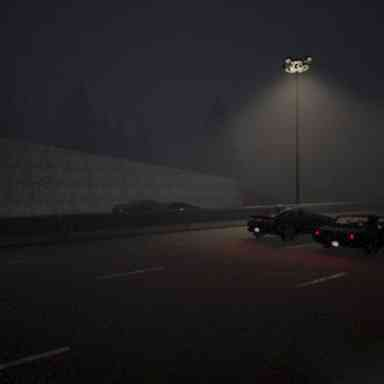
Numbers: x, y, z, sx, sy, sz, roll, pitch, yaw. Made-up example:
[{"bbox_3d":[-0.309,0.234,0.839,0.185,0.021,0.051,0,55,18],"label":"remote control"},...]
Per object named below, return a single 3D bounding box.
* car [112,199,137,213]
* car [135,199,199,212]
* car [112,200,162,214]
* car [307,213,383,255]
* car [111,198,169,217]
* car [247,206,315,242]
[{"bbox_3d":[-4.006,1.398,26.907,5.008,1.535,1.882,0,0,-35],"label":"car"},{"bbox_3d":[-1.491,1.443,24.398,4.674,1.442,1.812,0,0,-35],"label":"car"},{"bbox_3d":[-5.607,1.502,34.346,4.718,1.301,1.895,0,0,-35],"label":"car"},{"bbox_3d":[6.861,1.517,12.990,4.718,1.301,1.895,0,0,-35],"label":"car"},{"bbox_3d":[-4.752,1.403,30.667,4.902,1.511,2.128,0,0,-35],"label":"car"},{"bbox_3d":[4.801,1.409,15.822,4.902,1.511,2.128,-1,0,-35],"label":"car"}]
